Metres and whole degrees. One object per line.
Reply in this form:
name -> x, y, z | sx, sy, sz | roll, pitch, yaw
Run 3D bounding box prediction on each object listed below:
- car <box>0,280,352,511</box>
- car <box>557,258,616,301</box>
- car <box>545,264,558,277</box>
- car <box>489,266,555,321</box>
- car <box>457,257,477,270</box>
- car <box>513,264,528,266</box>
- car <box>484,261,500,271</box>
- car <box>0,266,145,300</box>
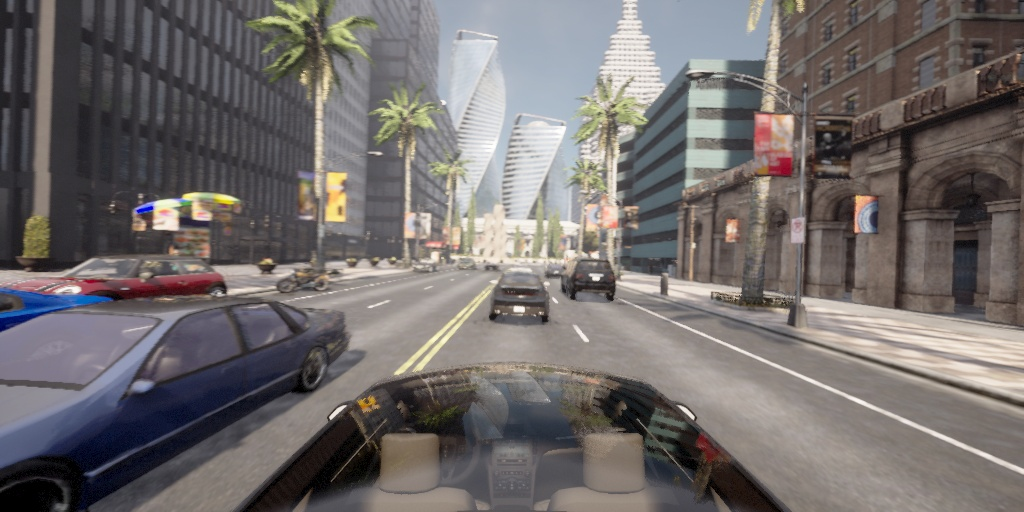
car -> -3.663, 1.169, 3.710 | 2.033, 1.411, 5.357 | 2, 0, 2
car -> 3.959, 1.143, 19.254 | 2.150, 2.045, 5.566 | 2, 0, 1
car -> 4.380, 1.530, 36.700 | 1.994, 1.385, 4.181 | 2, 0, 1
car -> 0.280, 1.283, 12.674 | 1.837, 1.490, 4.892 | 2, 0, 2
car -> -5.995, 0.963, 48.372 | 2.097, 1.767, 4.553 | 2, 0, 2
car -> 0.843, 1.437, 35.180 | 1.895, 1.301, 4.718 | 2, 0, 1
car -> -2.550, 1.334, 46.903 | 1.895, 1.301, 4.718 | 2, 0, 2
car -> -7.173, 0.972, 3.462 | 1.882, 1.535, 5.008 | 2, 0, 2
